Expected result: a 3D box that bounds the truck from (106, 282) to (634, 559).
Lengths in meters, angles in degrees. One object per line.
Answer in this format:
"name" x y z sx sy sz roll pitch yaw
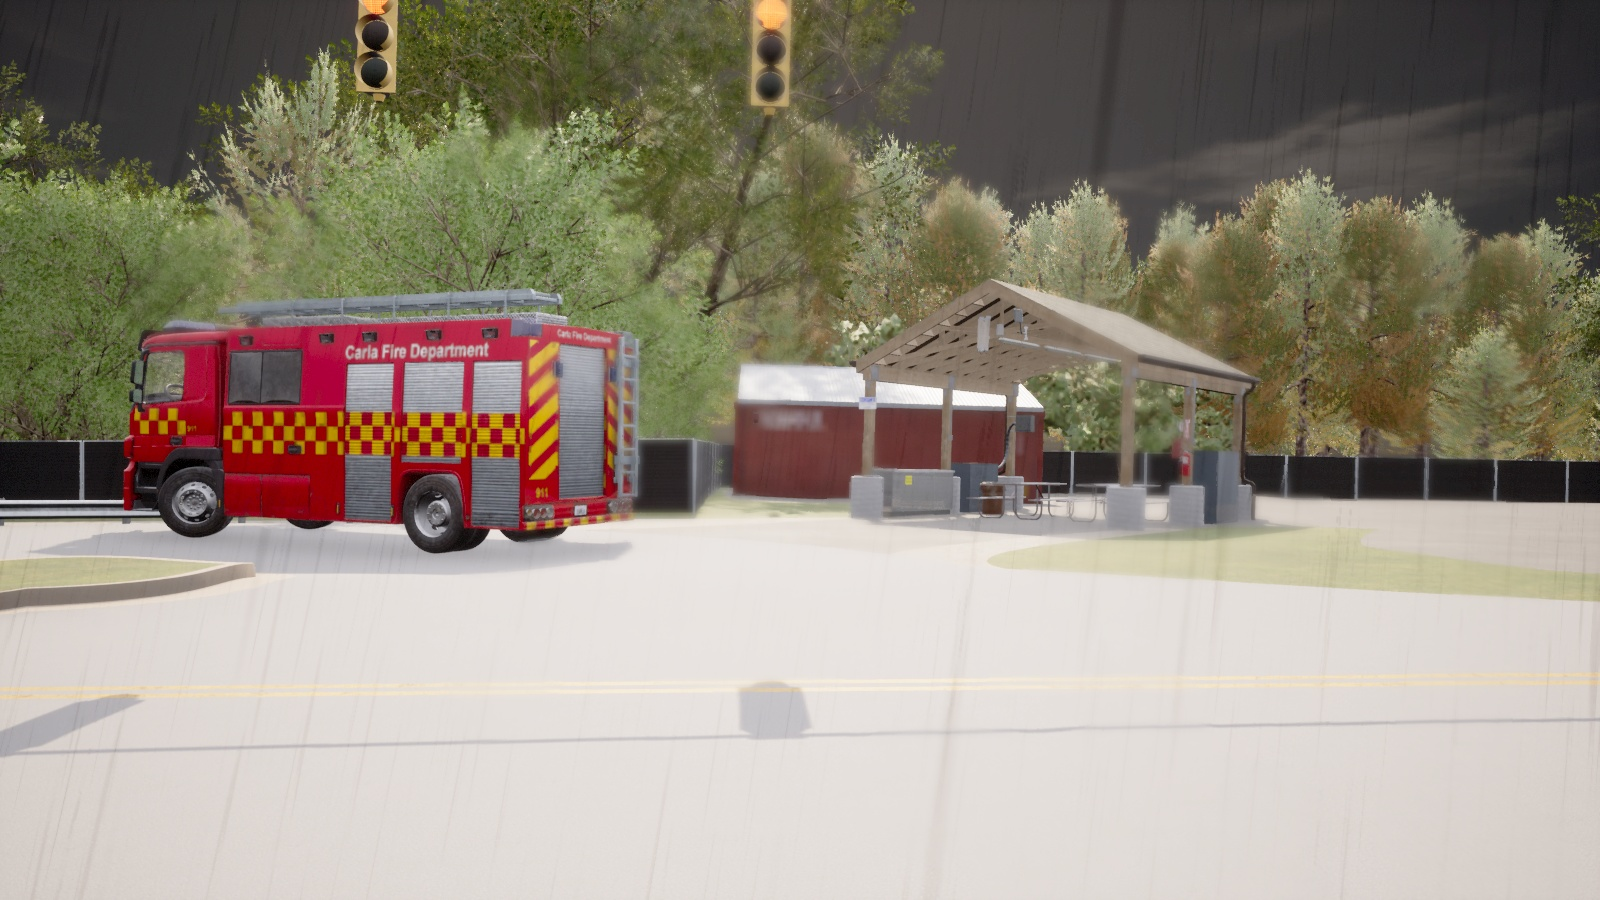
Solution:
"truck" -7.110 -0.474 20.462 8.468 3.827 2.891 1 1 25
